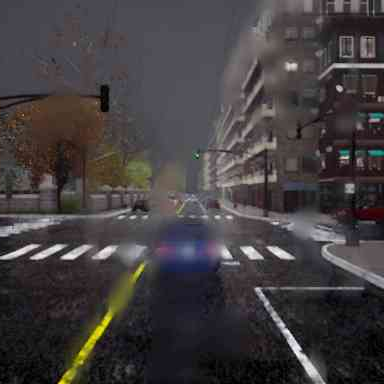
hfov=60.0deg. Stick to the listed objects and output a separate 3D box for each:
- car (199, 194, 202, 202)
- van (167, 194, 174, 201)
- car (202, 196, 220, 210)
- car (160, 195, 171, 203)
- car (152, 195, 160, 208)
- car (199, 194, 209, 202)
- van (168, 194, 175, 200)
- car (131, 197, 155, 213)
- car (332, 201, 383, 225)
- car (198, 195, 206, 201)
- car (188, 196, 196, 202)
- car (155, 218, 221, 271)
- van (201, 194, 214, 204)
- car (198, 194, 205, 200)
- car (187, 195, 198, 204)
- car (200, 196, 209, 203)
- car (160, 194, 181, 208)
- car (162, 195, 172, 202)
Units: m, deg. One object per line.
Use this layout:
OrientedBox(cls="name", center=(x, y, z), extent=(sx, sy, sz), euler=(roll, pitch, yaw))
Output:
OrientedBox(cls="car", center=(2.678, 1.460, 60.260), extent=(1.967, 1.590, 4.097), euler=(0, 0, 0))
OrientedBox(cls="van", center=(-5.710, 1.403, 88.409), extent=(1.690, 1.788, 3.998), euler=(0, 0, 0))
OrientedBox(cls="car", center=(2.682, 1.549, 43.369), extent=(1.887, 1.381, 4.507), euler=(0, 0, 0))
OrientedBox(cls="car", center=(-5.705, 1.475, 71.519), extent=(1.967, 1.590, 4.097), euler=(0, 0, 0))
OrientedBox(cls="car", center=(-5.699, 1.534, 48.828), extent=(1.752, 1.417, 4.829), euler=(0, 0, 0))
OrientedBox(cls="car", center=(2.674, 1.358, 77.150), extent=(2.192, 1.841, 5.009), euler=(0, 0, 0))
OrientedBox(cls="van", center=(-5.711, 1.415, 94.038), extent=(1.690, 1.788, 3.998), euler=(0, 0, 0))
OrientedBox(cls="car", center=(-5.697, 1.568, 37.736), extent=(1.947, 1.339, 4.313), euler=(0, 0, 0))
OrientedBox(cls="car", center=(13.460, 1.595, 25.419), extent=(5.009, 1.841, 2.192), euler=(1, -1, -1))
OrientedBox(cls="car", center=(2.670, 1.607, 88.410), extent=(1.887, 1.381, 4.507), euler=(0, 0, 0))
OrientedBox(cls="car", center=(-0.018, 1.515, 76.903), extent=(1.895, 1.301, 4.718), euler=(0, 0, 0))
OrientedBox(cls="car", center=(-0.254, 1.544, 10.883), extent=(2.033, 1.411, 5.357), euler=(0, 0, -4))
OrientedBox(cls="van", center=(2.681, 1.350, 49.000), extent=(1.690, 1.788, 3.998), euler=(0, 0, 0))
OrientedBox(cls="car", center=(2.669, 1.514, 94.040), extent=(1.967, 1.590, 4.097), euler=(0, 0, 0))
OrientedBox(cls="car", center=(-0.016, 1.629, 66.866), extent=(1.895, 1.301, 4.718), euler=(0, 0, 0))
OrientedBox(cls="car", center=(2.675, 1.579, 71.520), extent=(1.887, 1.381, 4.507), euler=(0, 0, 0))
OrientedBox(cls="car", center=(-3.097, 1.361, 48.692), extent=(2.097, 1.767, 4.553), euler=(0, 0, 0))
OrientedBox(cls="car", center=(-5.706, 1.483, 77.148), extent=(1.967, 1.590, 4.097), euler=(0, 0, 0))
